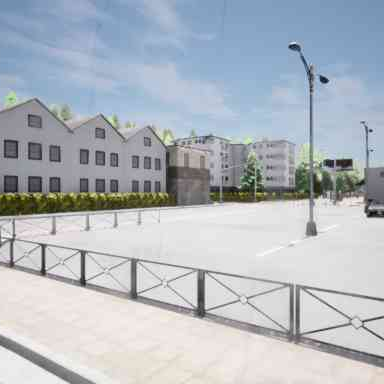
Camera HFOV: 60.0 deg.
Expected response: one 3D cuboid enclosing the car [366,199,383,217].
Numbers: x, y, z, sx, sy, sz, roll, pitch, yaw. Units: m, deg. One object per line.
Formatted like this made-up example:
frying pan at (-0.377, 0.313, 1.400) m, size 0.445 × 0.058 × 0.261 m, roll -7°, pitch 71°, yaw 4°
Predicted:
car at (15.381, 1.298, 26.840) m, size 2.007 × 1.523 × 4.514 m, roll 0°, pitch 0°, yaw 35°
